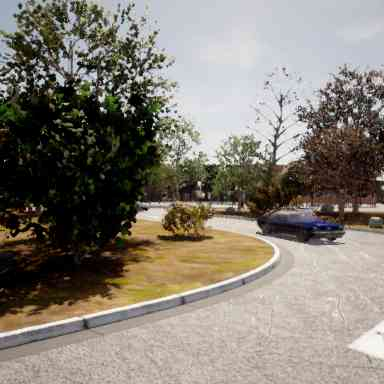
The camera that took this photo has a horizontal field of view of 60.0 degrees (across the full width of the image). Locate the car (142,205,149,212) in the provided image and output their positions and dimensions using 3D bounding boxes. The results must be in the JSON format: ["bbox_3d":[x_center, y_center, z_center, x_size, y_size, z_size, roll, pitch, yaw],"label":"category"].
[{"bbox_3d":[-6.627,1.631,39.862,2.033,1.411,5.357,1,-1,-21],"label":"car"}]

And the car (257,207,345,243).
[{"bbox_3d":[5.271,1.661,16.699,1.895,1.301,4.718,1,0,-21],"label":"car"}]
